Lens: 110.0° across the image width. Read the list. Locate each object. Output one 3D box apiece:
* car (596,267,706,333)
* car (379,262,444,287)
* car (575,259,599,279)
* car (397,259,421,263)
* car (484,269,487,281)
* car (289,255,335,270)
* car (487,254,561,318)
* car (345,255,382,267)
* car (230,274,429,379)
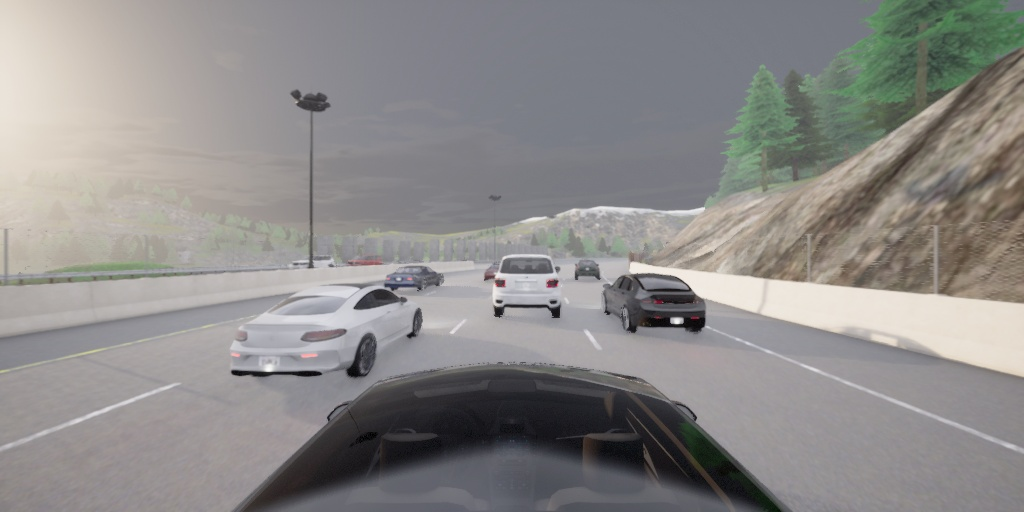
[{"bbox_3d":[3.967,1.255,10.753,1.837,1.490,4.892,0,0,3],"label":"car"},{"bbox_3d":[-5.653,1.264,21.319,2.033,1.411,5.357,0,0,7],"label":"car"},{"bbox_3d":[6.664,1.087,31.899,2.097,1.767,4.553,0,0,11],"label":"car"},{"bbox_3d":[-12.443,1.182,43.753,1.837,1.490,4.892,0,0,14],"label":"car"},{"bbox_3d":[-0.928,1.283,29.260,1.994,1.385,4.181,0,0,9],"label":"car"},{"bbox_3d":[-23.522,0.873,42.502,2.150,2.045,5.566,0,0,12],"label":"car"},{"bbox_3d":[0.610,0.961,13.209,2.150,2.045,5.566,0,0,4],"label":"car"},{"bbox_3d":[-19.021,0.882,46.321,2.150,2.045,5.566,0,0,14],"label":"car"},{"bbox_3d":[-3.230,1.262,7.173,1.812,1.442,4.674,0,0,2],"label":"car"}]
